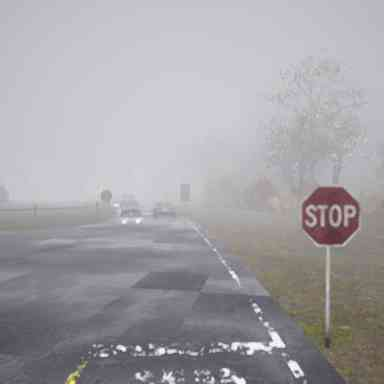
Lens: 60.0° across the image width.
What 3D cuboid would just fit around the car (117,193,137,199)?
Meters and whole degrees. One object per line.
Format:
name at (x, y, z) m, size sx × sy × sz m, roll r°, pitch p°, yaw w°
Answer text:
car at (-8.849, 1.180, 45.934) m, size 2.150 × 2.045 × 5.566 m, roll 0°, pitch 0°, yaw -15°

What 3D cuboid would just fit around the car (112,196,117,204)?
car at (-14.050, 1.430, 63.358) m, size 2.128 × 1.511 × 4.902 m, roll 0°, pitch 0°, yaw -19°

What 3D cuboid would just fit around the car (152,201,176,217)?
car at (-2.678, 1.533, 30.874) m, size 1.994 × 1.385 × 4.181 m, roll 0°, pitch 0°, yaw -9°

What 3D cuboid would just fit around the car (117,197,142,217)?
car at (-5.832, 1.518, 31.911) m, size 2.033 × 1.411 × 5.357 m, roll 0°, pitch 0°, yaw -10°
